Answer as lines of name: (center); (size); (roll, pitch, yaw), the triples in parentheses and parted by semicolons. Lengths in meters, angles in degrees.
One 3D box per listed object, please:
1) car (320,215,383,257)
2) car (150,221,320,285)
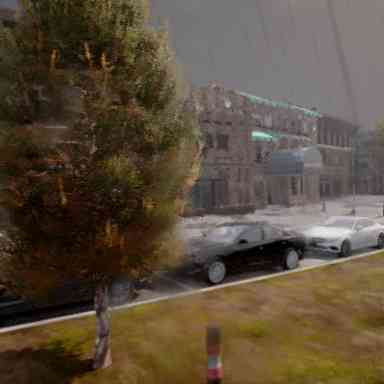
car: (6.520, 1.733, 14.140); (4.674, 1.452, 2.002); (0, 1, -37)
car: (1.483, 1.706, 10.468); (5.008, 1.535, 2.097); (1, 0, -34)
